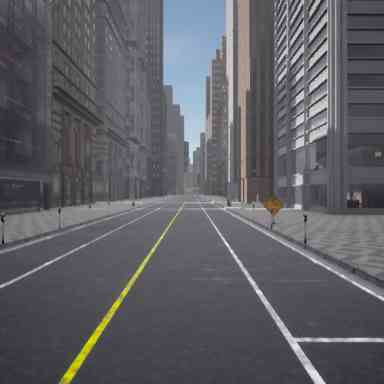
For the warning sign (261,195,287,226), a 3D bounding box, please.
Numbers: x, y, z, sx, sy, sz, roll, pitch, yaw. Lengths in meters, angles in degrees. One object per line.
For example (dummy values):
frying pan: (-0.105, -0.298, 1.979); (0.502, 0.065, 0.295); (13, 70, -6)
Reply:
warning sign: (5.063, 1.119, 20.646); (1.300, 1.860, 1.060); (0, 0, 0)
